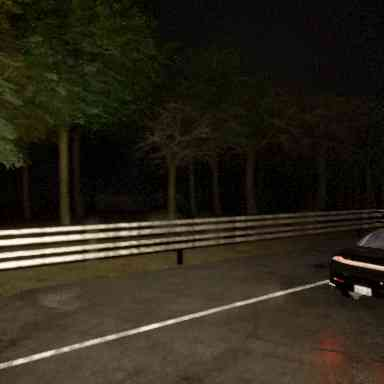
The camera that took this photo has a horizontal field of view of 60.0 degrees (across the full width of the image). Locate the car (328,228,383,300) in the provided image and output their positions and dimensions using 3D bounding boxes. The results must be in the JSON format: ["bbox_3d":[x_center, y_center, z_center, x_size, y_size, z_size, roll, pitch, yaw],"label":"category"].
[{"bbox_3d":[4.959,1.488,7.120,4.902,1.511,2.128,0,0,-34],"label":"car"}]
